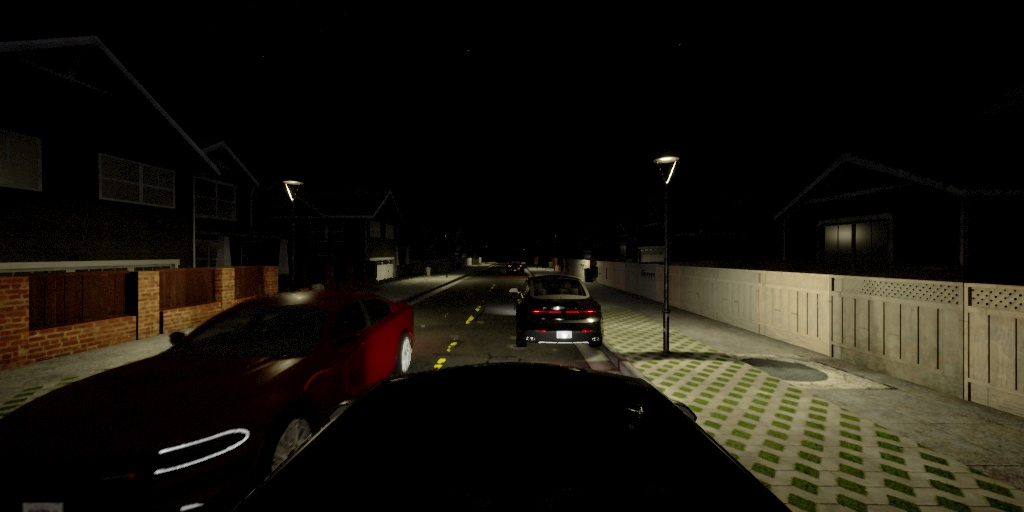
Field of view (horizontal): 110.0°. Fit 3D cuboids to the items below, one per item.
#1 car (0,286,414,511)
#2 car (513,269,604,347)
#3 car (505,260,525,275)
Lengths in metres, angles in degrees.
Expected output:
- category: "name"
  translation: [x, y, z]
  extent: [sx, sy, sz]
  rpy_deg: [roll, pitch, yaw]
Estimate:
- category: "car"
  translation: [-2.726, 1.226, 4.594]
  extent: [1.882, 1.535, 5.008]
  rpy_deg: [0, 0, 0]
- category: "car"
  translation: [1.015, 1.251, 9.253]
  extent: [1.837, 1.490, 4.892]
  rpy_deg: [0, 0, 0]
- category: "car"
  translation: [0.332, 1.198, 37.562]
  extent: [2.128, 1.511, 4.902]
  rpy_deg: [0, 0, 1]
